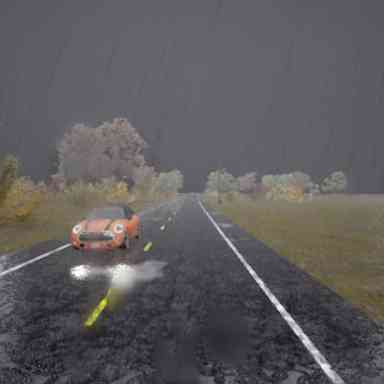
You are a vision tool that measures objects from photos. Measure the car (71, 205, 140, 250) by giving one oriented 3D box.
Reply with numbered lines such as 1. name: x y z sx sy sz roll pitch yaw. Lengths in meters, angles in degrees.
1. car: -3.589 1.391 14.541 2.097 1.767 4.553 0 0 0
